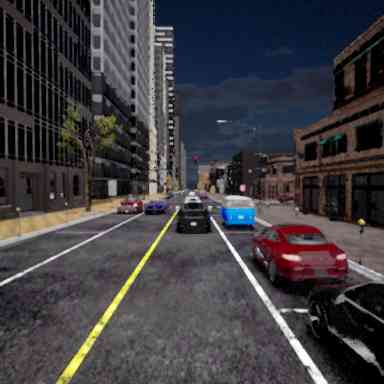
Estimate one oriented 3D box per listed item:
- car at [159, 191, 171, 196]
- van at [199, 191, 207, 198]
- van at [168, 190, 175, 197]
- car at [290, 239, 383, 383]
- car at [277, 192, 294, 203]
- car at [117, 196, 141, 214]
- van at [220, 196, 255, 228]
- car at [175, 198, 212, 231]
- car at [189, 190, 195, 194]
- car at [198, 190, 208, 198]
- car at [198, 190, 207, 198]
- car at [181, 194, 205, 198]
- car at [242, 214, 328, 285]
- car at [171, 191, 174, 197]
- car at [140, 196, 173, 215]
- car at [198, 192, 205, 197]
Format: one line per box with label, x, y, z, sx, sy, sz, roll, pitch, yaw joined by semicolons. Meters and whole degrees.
car;-5.857;0.873;68.909;1.752;1.417;4.829;-1;1;0
van;2.655;0.582;80.313;1.690;1.788;3.998;-1;1;0
van;-5.695;0.476;91.653;1.690;1.788;3.998;-1;1;0
car;2.678;1.532;3.450;1.947;1.339;4.313;-1;1;0
car;16.513;0.906;54.385;5.009;1.841;2.192;1;1;1
car;-5.711;1.144;31.132;1.967;1.590;4.097;-1;1;0
van;2.670;1.150;20.050;1.690;1.788;3.998;-1;1;0
car;0.090;1.323;19.257;1.837;1.490;4.892;0;1;0
car;-0.023;0.601;92.643;1.812;1.442;4.674;0;1;0
car;2.658;0.734;74.669;1.967;1.590;4.097;-1;1;0
car;2.653;0.503;85.956;2.192;1.841;5.009;-1;1;0
car;0.086;1.205;33.697;1.812;1.442;4.674;0;0;0
car;2.677;1.496;8.984;1.802;1.307;4.206;-1;1;0
car;-5.687;0.859;74.723;1.947;1.339;4.313;-1;1;0
car;-3.079;1.318;29.668;1.895;1.301;4.718;0;1;0
car;2.656;0.717;91.602;1.802;1.307;4.206;-1;1;0
